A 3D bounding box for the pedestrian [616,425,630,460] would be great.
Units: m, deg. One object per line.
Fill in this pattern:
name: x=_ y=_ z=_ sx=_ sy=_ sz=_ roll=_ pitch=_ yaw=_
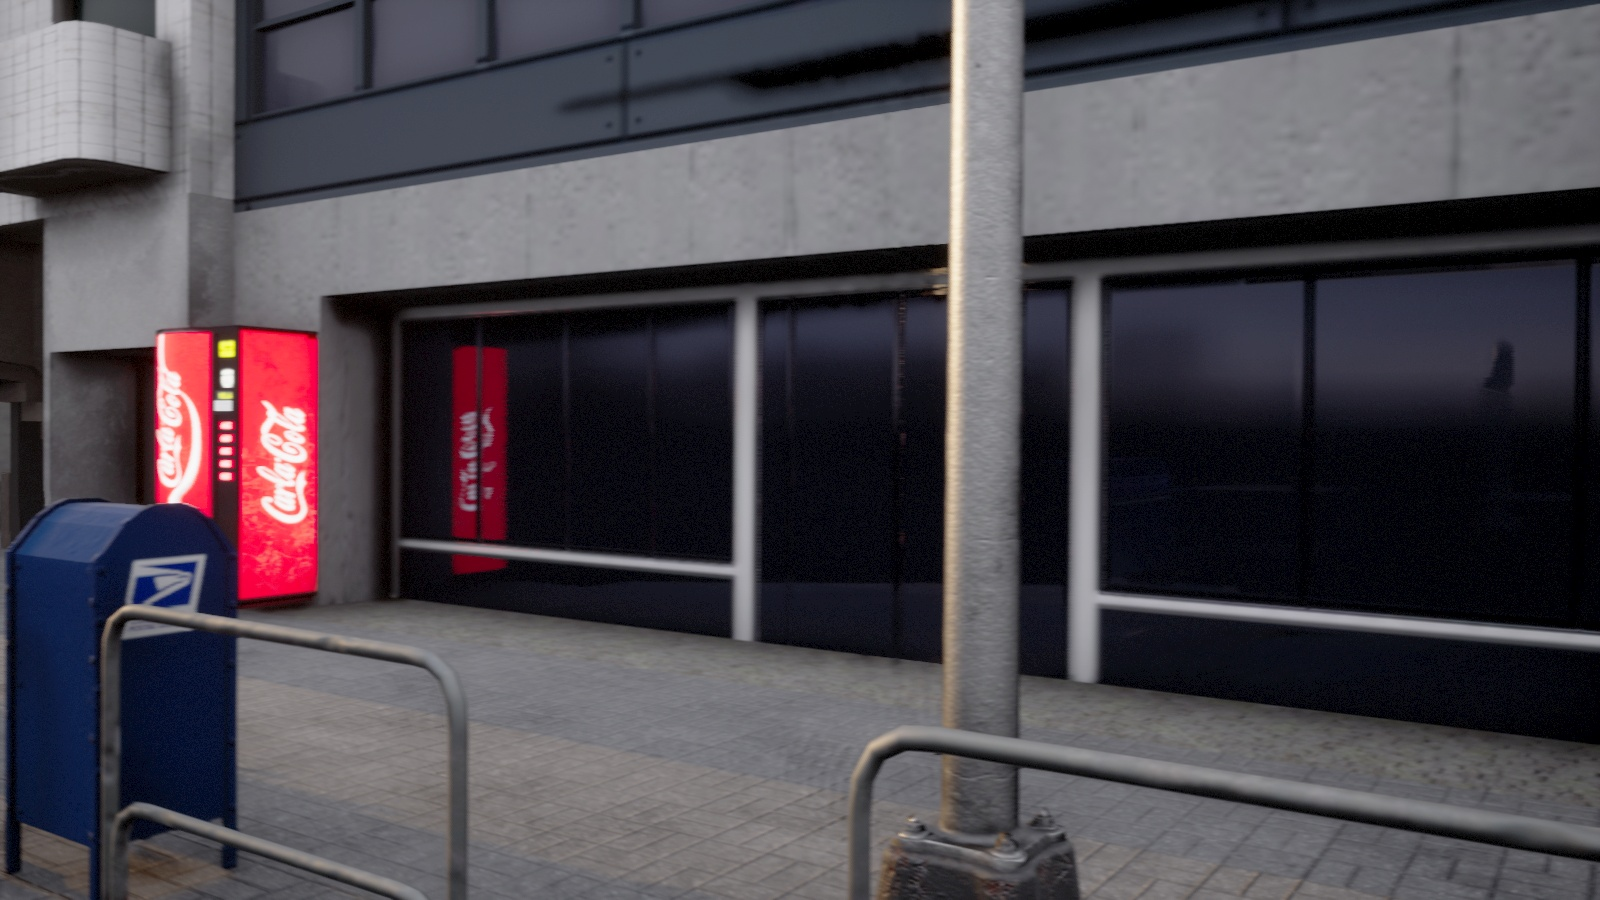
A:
pedestrian: x=-9.561 y=-0.398 z=67.868 sx=0.376 sy=1.854 sz=0.720 roll=0 pitch=1 yaw=33
